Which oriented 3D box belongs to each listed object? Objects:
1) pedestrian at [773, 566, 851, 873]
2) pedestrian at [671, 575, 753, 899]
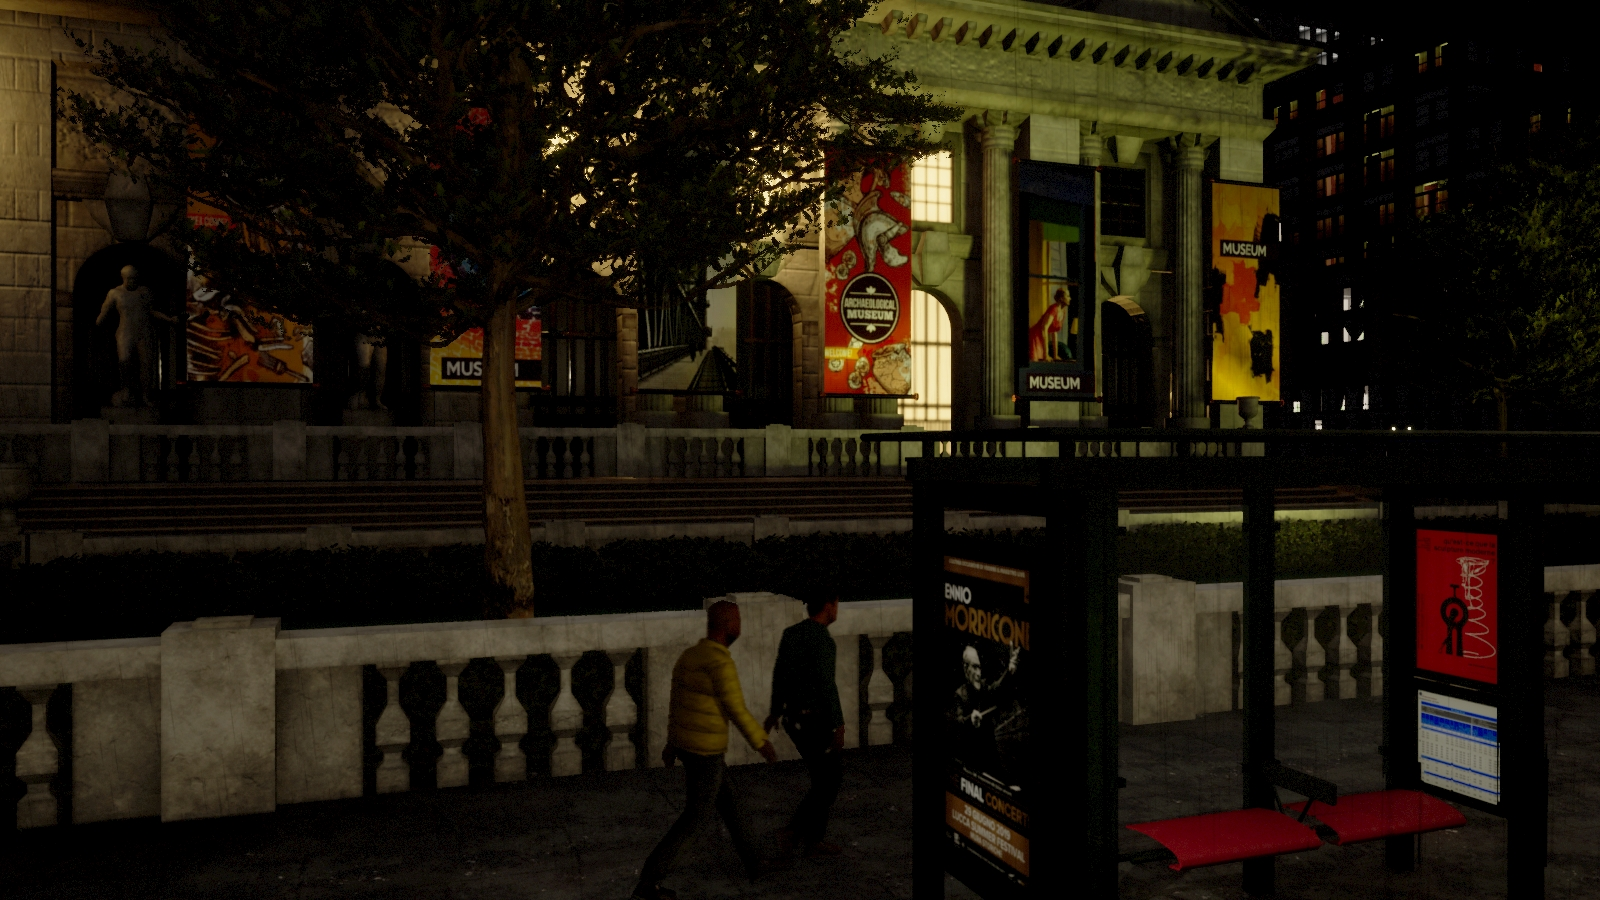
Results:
[{"bbox_3d":[0.073,1.698,7.343,0.375,1.860,0.375,0,0,-26],"label":"pedestrian"},{"bbox_3d":[-0.521,1.697,6.746,0.375,1.860,0.375,0,0,-25],"label":"pedestrian"}]
